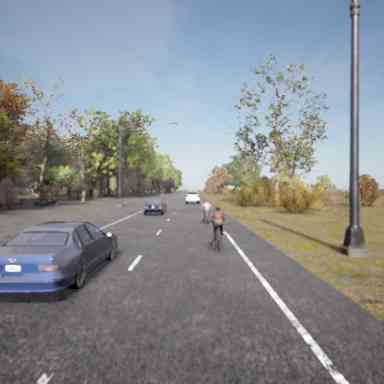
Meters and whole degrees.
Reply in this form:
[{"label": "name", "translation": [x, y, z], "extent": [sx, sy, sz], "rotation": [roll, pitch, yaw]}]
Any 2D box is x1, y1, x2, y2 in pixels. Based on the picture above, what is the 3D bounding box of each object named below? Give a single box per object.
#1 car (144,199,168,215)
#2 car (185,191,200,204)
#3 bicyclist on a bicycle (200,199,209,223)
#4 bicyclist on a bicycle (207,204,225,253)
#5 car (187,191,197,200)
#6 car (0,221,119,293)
[{"label": "car", "translation": [-3.394, 1.337, 31.488], "extent": [2.033, 1.411, 5.357], "rotation": [0, 0, 0]}, {"label": "car", "translation": [0.112, 0.856, 54.963], "extent": [2.150, 2.045, 5.566], "rotation": [0, 0, 0]}, {"label": "bicyclist on a bicycle", "translation": [0.991, 1.288, 22.151], "extent": [0.866, 1.612, 1.509], "rotation": [0, 0, 0]}, {"label": "bicyclist on a bicycle", "translation": [0.969, 1.369, 12.358], "extent": [0.582, 1.620, 1.656], "rotation": [0, 0, 0]}, {"label": "car", "translation": [0.022, 0.736, 74.068], "extent": [2.150, 2.045, 5.566], "rotation": [0, 0, 0]}, {"label": "car", "translation": [-3.399, 1.487, 8.851], "extent": [2.033, 1.411, 5.357], "rotation": [0, 0, 0]}]
